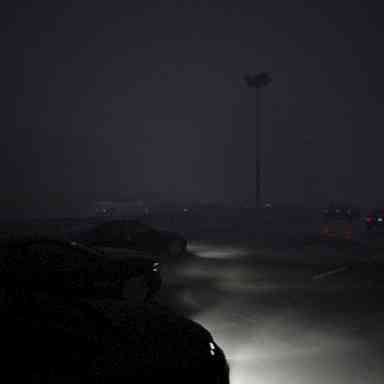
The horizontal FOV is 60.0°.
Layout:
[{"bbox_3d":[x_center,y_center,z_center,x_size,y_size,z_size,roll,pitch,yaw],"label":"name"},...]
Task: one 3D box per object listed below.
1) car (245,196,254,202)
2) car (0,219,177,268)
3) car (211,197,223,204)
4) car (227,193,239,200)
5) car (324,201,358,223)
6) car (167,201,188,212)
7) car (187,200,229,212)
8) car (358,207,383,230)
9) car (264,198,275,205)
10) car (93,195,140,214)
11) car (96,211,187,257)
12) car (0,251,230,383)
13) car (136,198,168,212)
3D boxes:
[{"bbox_3d":[12.611,1.704,73.307,1.812,1.442,4.674,0,0,2],"label":"car"},{"bbox_3d":[-2.940,1.506,6.246,5.008,1.535,1.882,0,0,-37],"label":"car"},{"bbox_3d":[5.590,1.816,74.502,2.128,1.511,4.902,0,0,-2],"label":"car"},{"bbox_3d":[9.102,1.270,74.251,2.150,2.045,5.566,0,0,-2],"label":"car"},{"bbox_3d":[12.422,1.530,27.347,2.097,1.767,4.553,0,0,35],"label":"car"},{"bbox_3d":[-0.077,1.714,34.038,1.812,1.442,4.674,0,0,35],"label":"car"},{"bbox_3d":[1.830,1.738,30.805,1.994,1.385,4.181,0,0,36],"label":"car"},{"bbox_3d":[12.489,1.693,21.339,2.033,1.411,5.357,0,0,38],"label":"car"},{"bbox_3d":[16.013,1.929,68.945,2.033,1.411,5.357,0,0,5],"label":"car"},{"bbox_3d":[-7.773,1.399,35.392,2.150,2.045,5.566,0,0,39],"label":"car"},{"bbox_3d":[-2.304,1.583,11.172,4.674,1.442,1.812,0,0,-39],"label":"car"},{"bbox_3d":[-1.664,1.576,2.841,4.181,1.385,1.994,0,0,-37],"label":"car"},{"bbox_3d":[-3.188,1.682,35.703,2.128,1.511,4.902,0,0,36],"label":"car"}]
